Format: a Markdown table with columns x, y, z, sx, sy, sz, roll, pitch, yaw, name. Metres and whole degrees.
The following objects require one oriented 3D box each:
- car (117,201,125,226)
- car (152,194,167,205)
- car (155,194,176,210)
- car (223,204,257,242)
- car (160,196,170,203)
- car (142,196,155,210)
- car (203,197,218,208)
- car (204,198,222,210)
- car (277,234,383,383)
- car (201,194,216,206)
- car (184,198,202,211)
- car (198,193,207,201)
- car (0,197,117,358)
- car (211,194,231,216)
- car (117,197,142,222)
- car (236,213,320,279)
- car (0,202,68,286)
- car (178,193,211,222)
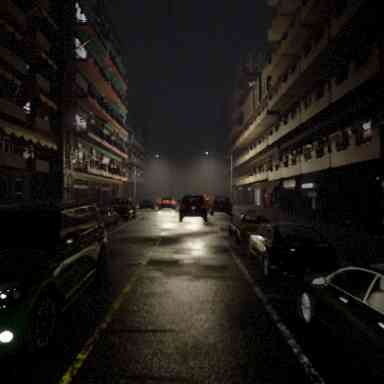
| x | y | z | sx | sy | sz | roll | pitch | yaw | name |
| --- | --- | --- | --- | --- | --- | --- | --- | --- | --- |
| -5.692 | 1.517 | 20.734 | 1.752 | 1.417 | 4.829 | 1 | 0 | 0 | car |
| -5.712 | 1.299 | 59.879 | 2.192 | 1.841 | 5.009 | 1 | 0 | 0 | car |
| -3.115 | 1.338 | 42.115 | 2.097 | 1.767 | 4.553 | 0 | 0 | 0 | car |
| 2.692 | 1.518 | 15.477 | 1.752 | 1.417 | 4.829 | 1 | 0 | 0 | car |
| -5.723 | 1.565 | 71.015 | 1.802 | 1.307 | 4.206 | 1 | 0 | 0 | car |
| -5.706 | 1.552 | 43.176 | 1.947 | 1.339 | 4.313 | 1 | 0 | 0 | car |
| 2.672 | 1.529 | 48.714 | 1.887 | 1.381 | 4.507 | 1 | 0 | 0 | car |
| 2.675 | 1.536 | 43.147 | 2.008 | 1.369 | 4.403 | 1 | 0 | 0 | car |
| 2.698 | 1.549 | 4.172 | 2.008 | 1.369 | 4.403 | 1 | 0 | 0 | car |
| 2.671 | 1.299 | 54.282 | 2.192 | 1.841 | 5.009 | 1 | 0 | 0 | car |
| 0.076 | 1.478 | 41.039 | 2.128 | 1.511 | 4.902 | 0 | 0 | 0 | car |
| 2.651 | 1.298 | 87.691 | 2.192 | 1.841 | 5.009 | 1 | 0 | 0 | car |
| -3.121 | 1.217 | 6.324 | 2.150 | 2.045 | 5.566 | 0 | 0 | -2 | car |
| 2.685 | 1.303 | 32.011 | 2.192 | 1.841 | 5.009 | 1 | 0 | 0 | car |
| -5.693 | 1.305 | 26.471 | 2.192 | 1.841 | 5.009 | 1 | 0 | 0 | car |
| 2.695 | 1.546 | 9.739 | 2.008 | 1.369 | 4.403 | 1 | 0 | 0 | car |
| -5.682 | 1.311 | 9.768 | 2.192 | 1.841 | 5.009 | 1 | 0 | 0 | car |
| 0.087 | 1.213 | 26.394 | 2.150 | 2.045 | 5.566 | 0 | 0 | 0 | car |
